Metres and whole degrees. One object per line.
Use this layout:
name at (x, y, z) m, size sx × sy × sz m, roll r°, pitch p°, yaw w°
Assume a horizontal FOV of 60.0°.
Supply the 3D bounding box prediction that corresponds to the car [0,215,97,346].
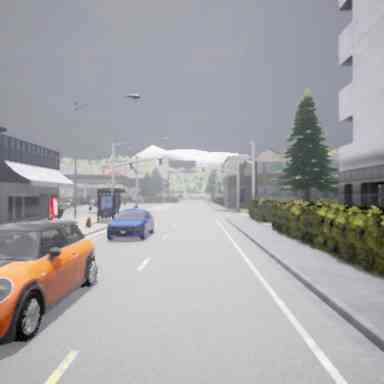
car at (-3.502, 1.424, 6.608) m, size 2.097 × 1.767 × 4.553 m, roll 0°, pitch -1°, yaw 1°

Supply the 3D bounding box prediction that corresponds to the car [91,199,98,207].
car at (-17.808, 2.214, 65.269) m, size 2.007 × 1.523 × 4.514 m, roll 0°, pitch -1°, yaw 1°

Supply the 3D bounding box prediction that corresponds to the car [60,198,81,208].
car at (-21.573, 2.065, 58.276) m, size 1.970 × 1.475 × 3.806 m, roll 0°, pitch -1°, yaw 1°

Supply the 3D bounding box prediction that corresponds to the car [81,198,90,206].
car at (-24.601, 2.121, 75.383) m, size 1.932 × 1.855 × 4.605 m, roll 0°, pitch -1°, yaw 1°

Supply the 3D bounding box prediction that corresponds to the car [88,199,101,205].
car at (-24.515, 2.480, 83.858) m, size 1.970 × 1.475 × 3.806 m, roll 0°, pitch -1°, yaw 1°

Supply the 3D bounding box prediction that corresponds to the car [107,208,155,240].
car at (-3.252, 1.685, 18.447) m, size 1.882 × 1.535 × 5.008 m, roll 0°, pitch -1°, yaw 1°
